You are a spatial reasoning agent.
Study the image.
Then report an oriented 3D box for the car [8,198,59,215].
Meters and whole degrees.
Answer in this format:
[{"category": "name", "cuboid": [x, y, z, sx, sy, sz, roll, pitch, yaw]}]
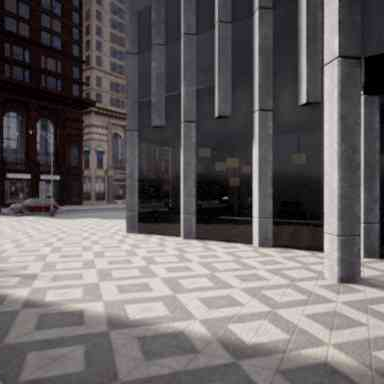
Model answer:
[{"category": "car", "cuboid": [-15.970, 1.355, 33.624, 2.097, 1.767, 4.553, 0, 0, 36]}]
